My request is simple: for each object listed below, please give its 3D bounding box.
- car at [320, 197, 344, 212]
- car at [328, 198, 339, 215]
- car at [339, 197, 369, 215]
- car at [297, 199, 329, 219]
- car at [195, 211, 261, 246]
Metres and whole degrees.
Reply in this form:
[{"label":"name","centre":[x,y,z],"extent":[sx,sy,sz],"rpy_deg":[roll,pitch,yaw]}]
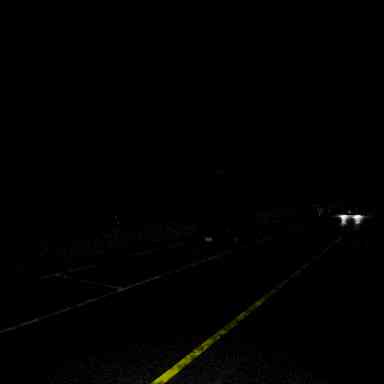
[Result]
[{"label":"car","centre":[16.407,1.440,38.849],"extent":[1.967,1.590,4.097],"rpy_deg":[0,0,32]},{"label":"car","centre":[13.491,1.565,34.156],"extent":[1.947,1.339,4.313],"rpy_deg":[0,0,32]},{"label":"car","centre":[16.490,1.547,34.059],"extent":[2.033,1.411,5.357],"rpy_deg":[0,0,32]},{"label":"car","centre":[10.575,1.581,29.464],"extent":[1.802,1.307,4.206],"rpy_deg":[0,0,32]},{"label":"car","centre":[1.827,1.565,15.384],"extent":[1.947,1.339,4.313],"rpy_deg":[0,0,32]}]
